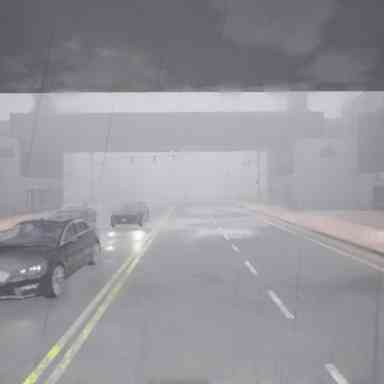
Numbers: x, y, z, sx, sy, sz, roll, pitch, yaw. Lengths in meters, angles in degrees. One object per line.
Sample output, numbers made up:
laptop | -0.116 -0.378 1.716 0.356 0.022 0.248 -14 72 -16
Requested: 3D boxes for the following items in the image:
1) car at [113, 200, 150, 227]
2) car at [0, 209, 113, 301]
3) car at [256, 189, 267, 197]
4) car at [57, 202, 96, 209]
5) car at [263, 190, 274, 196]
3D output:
car | -3.847 1.280 21.263 1.882 1.535 5.008 -1 1 -1
car | -3.689 1.434 8.382 2.128 1.511 4.902 -1 1 -1
car | 15.675 0.191 74.004 1.932 1.855 4.605 -1 1 -1
car | -7.340 1.364 21.083 1.812 1.442 4.674 -1 1 -1
car | 20.990 0.190 91.508 1.970 1.475 3.806 -1 1 -1
